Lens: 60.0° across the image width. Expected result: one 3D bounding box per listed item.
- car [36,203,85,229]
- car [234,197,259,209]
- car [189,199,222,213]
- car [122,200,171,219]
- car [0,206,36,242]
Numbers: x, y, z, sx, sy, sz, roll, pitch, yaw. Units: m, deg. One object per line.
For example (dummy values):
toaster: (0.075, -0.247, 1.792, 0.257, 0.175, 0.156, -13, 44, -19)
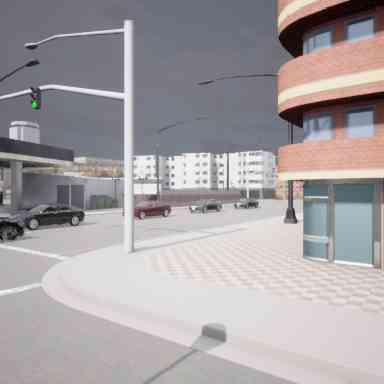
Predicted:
car: (-9.191, 1.505, 21.231, 1.837, 1.490, 4.892, 0, 0, 34)
car: (7.462, 1.491, 45.384, 2.128, 1.511, 4.902, 0, 0, 35)
car: (1.553, 1.491, 36.858, 2.128, 1.511, 4.902, 0, 0, 35)
car: (-3.866, 1.478, 29.011, 1.882, 1.535, 5.008, 0, 0, 34)
car: (-9.681, 1.491, 14.106, 2.128, 1.511, 4.902, 0, 0, 35)
